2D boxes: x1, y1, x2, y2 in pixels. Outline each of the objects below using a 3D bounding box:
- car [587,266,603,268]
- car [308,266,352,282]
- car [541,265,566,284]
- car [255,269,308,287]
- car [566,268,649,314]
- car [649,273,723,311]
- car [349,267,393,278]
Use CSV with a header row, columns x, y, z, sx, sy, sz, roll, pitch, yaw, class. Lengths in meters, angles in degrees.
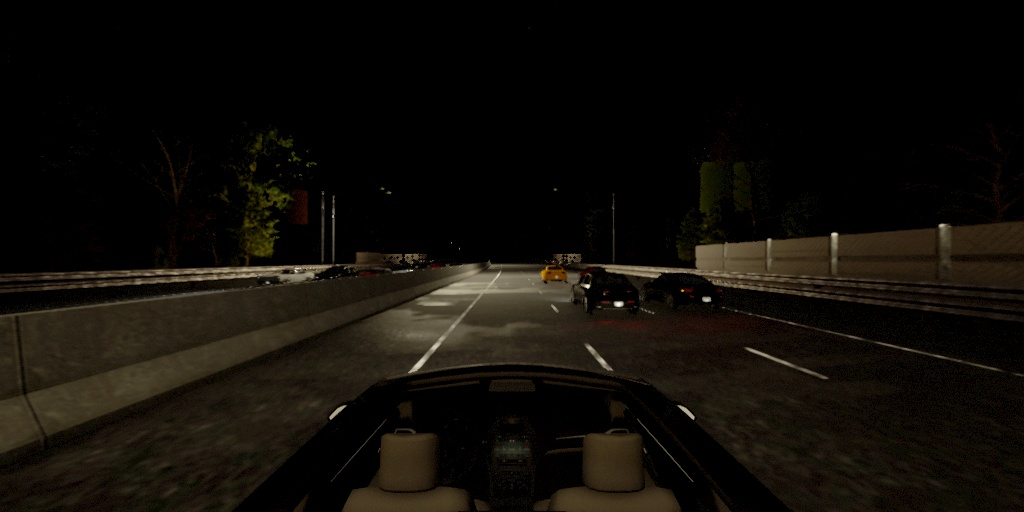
x,y,z,sx,sy,sz,roll,pitch,yaw,class
7.096,1.609,30.879,1.812,1.442,4.674,0,-1,0,car
-14.100,1.569,29.214,1.837,1.490,4.892,0,-1,0,car
3.596,1.567,31.406,1.882,1.535,5.008,0,-1,0,car
-17.602,1.652,28.063,1.895,1.301,4.718,0,-1,0,car
3.596,1.401,14.492,1.837,1.490,4.892,0,-1,0,car
7.097,1.432,15.359,1.812,1.442,4.674,0,-1,0,car
-10.601,1.653,28.185,1.895,1.301,4.718,0,-1,0,car
